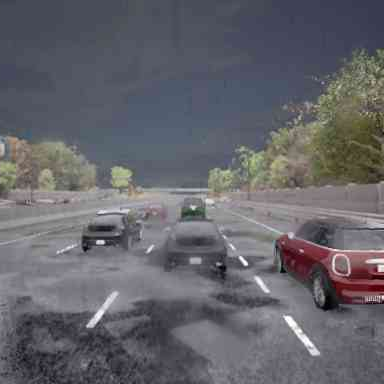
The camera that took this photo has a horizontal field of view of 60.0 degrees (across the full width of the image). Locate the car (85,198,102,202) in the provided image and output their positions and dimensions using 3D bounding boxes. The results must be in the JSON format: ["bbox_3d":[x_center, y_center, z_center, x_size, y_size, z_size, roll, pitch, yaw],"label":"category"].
[{"bbox_3d":[-20.980,2.021,72.367,2.097,1.767,4.553,0,-1,0],"label":"car"}]

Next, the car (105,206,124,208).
[{"bbox_3d":[-6.889,1.886,30.064,1.895,1.301,4.718,0,-1,0],"label":"car"}]

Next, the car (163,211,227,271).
[{"bbox_3d":[0.098,1.611,11.272,1.837,1.490,4.892,0,-1,0],"label":"car"}]

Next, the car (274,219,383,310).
[{"bbox_3d":[3.509,1.419,8.131,2.097,1.767,4.553,0,-1,0],"label":"car"}]

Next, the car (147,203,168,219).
[{"bbox_3d":[-3.392,1.835,32.566,1.812,1.442,4.674,0,-1,0],"label":"car"}]

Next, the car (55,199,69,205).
[{"bbox_3d":[-27.980,2.145,71.920,1.882,1.535,5.008,0,-1,0],"label":"car"}]

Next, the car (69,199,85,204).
[{"bbox_3d":[-24.480,2.190,72.336,1.812,1.442,4.674,0,-1,0],"label":"car"}]

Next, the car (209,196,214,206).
[{"bbox_3d":[3.520,1.909,70.872,2.150,2.045,5.566,0,-1,0],"label":"car"}]

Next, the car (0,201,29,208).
[{"bbox_3d":[-17.582,1.660,32.326,2.097,1.767,4.553,0,-1,0],"label":"car"}]

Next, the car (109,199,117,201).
[{"bbox_3d":[-17.480,2.208,73.716,2.033,1.411,5.357,0,-1,0],"label":"car"}]

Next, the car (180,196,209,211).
[{"bbox_3d":[0.107,1.513,30.752,2.150,2.045,5.566,0,-1,0],"label":"car"}]

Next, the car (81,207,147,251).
[{"bbox_3d":[-3.396,1.644,14.743,1.837,1.490,4.892,0,-1,0],"label":"car"}]
